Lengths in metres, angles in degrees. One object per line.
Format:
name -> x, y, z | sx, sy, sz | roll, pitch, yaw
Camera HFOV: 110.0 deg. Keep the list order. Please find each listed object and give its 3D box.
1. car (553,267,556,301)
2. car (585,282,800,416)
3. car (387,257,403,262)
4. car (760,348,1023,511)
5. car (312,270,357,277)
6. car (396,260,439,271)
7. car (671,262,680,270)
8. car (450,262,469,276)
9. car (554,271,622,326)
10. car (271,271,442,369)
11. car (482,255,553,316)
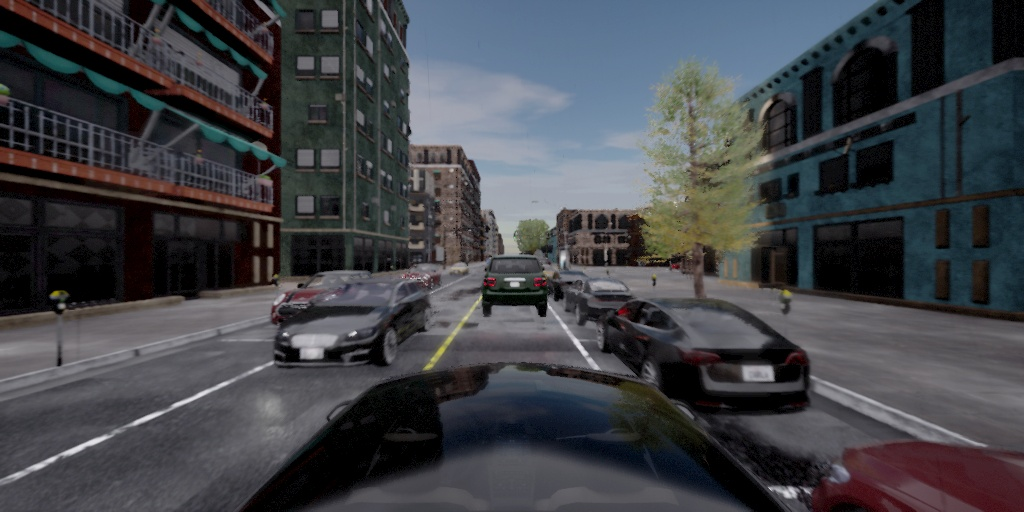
car -> 2.690, 1.348, 17.073 | 1.948, 1.339, 4.313 | 0, 0, 0
car -> 2.690, 1.324, 5.996 | 1.948, 1.339, 4.313 | 0, 0, 0
car -> -17.275, 1.125, 53.463 | 5.009, 1.841, 2.192 | 0, 0, 0
car -> 2.691, 1.330, 0.456 | 1.802, 1.307, 4.207 | 0, 0, 0
car -> -5.690, 1.210, 11.534 | 1.967, 1.591, 4.097 | 0, 0, 0
car -> -5.690, 1.234, 22.613 | 1.967, 1.591, 4.097 | 0, 0, 0
car -> 26.148, 1.531, 53.718 | 4.507, 1.381, 1.888 | 0, 0, 0
car -> -5.691, 1.356, 39.063 | 1.751, 1.417, 4.829 | 0, 0, 0
car -> 2.691, 1.320, 11.534 | 2.007, 1.370, 4.403 | 0, 0, 0
car -> -3.100, 1.254, 8.010 | 2.128, 1.511, 4.902 | 0, 0, 0
car -> 0.098, 0.992, 13.613 | 2.150, 2.045, 5.566 | 0, -1, 0
